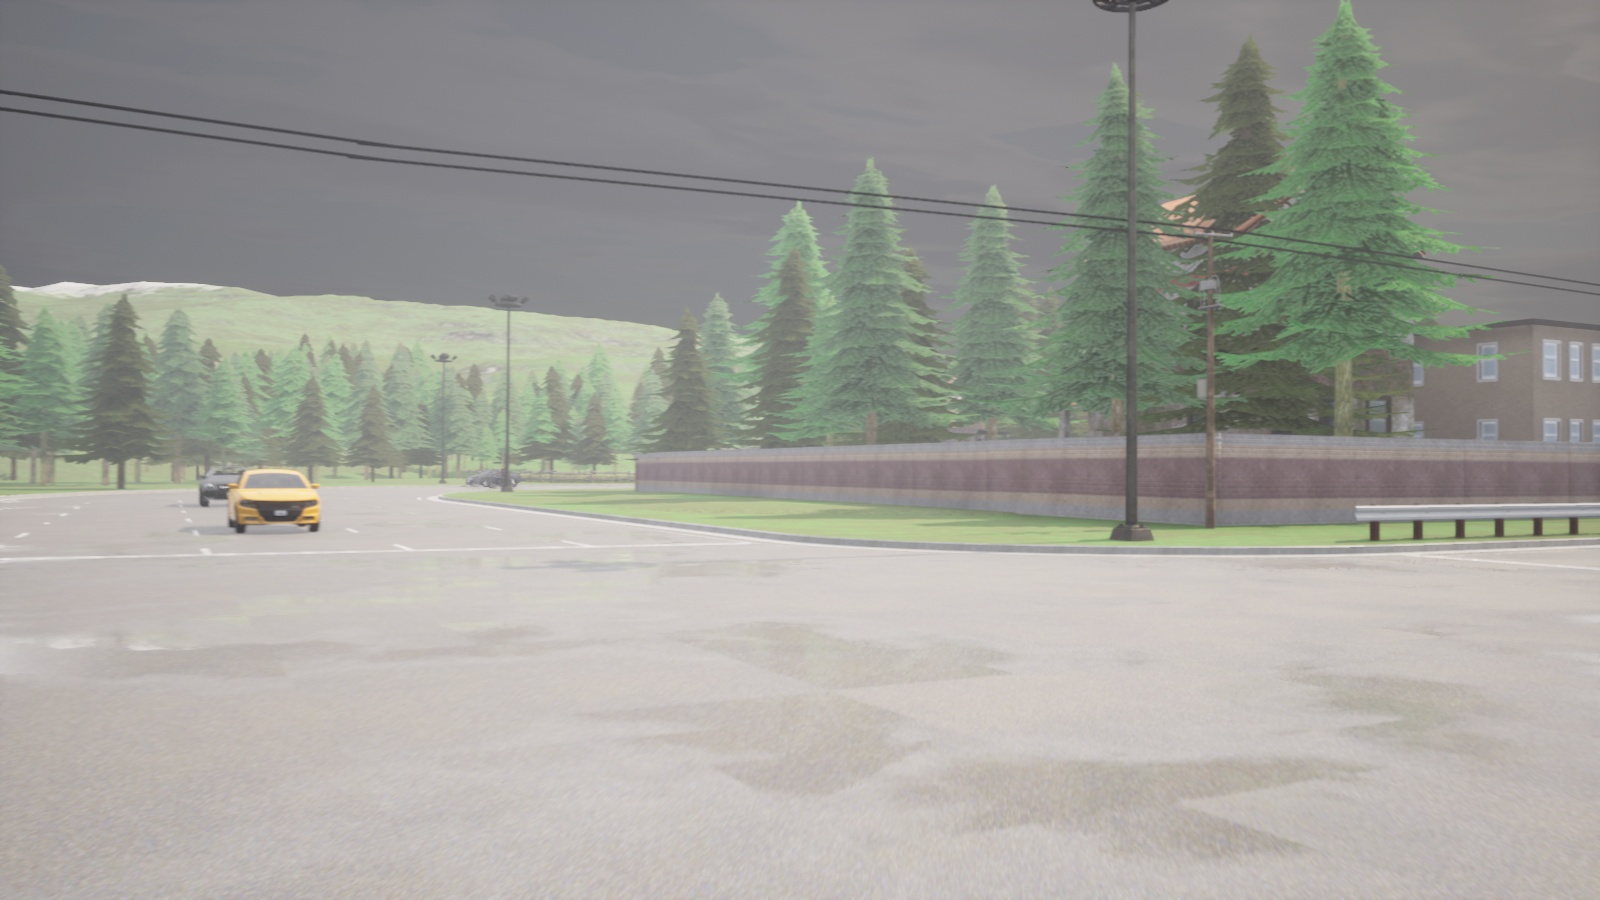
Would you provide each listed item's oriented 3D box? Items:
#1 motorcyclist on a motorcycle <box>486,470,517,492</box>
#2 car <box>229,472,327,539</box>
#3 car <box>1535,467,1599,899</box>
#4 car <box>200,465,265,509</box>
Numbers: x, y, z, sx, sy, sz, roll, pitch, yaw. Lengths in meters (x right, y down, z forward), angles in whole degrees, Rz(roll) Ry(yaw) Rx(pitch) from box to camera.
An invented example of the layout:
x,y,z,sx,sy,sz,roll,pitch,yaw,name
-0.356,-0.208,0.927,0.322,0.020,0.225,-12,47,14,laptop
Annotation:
x,y,z,sx,sy,sz,roll,pitch,yaw,name
-22.667,2.336,95.342,0.766,1.649,2.350,0,-1,34,motorcyclist on a motorcycle
-13.163,1.326,31.498,1.882,1.535,5.008,0,-1,-27,car
3.420,0.785,2.146,2.007,1.525,4.514,0,-1,6,car
-22.860,1.454,50.522,2.152,1.651,5.027,0,-1,-27,car
